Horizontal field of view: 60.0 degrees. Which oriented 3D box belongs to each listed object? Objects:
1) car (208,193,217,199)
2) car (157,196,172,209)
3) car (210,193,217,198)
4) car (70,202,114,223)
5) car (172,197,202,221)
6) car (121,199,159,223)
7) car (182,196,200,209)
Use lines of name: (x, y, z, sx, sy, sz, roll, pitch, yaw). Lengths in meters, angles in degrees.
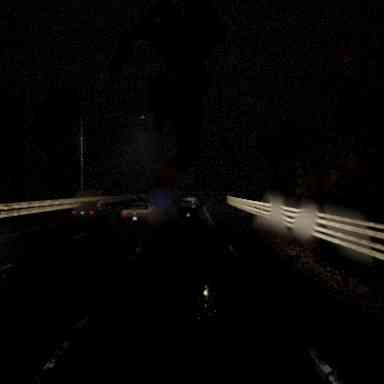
car: (4.892, 0.897, 79.202, 1.812, 1.442, 4.674, 0, 0, 6)
car: (-3.580, 1.266, 41.072, 1.812, 1.442, 4.674, 0, 0, 1)
car: (5.729, 0.955, 88.774, 1.895, 1.301, 4.718, 0, 0, 4)
car: (-7.252, 1.411, 24.504, 2.033, 1.411, 5.357, 0, 0, 0)
car: (-0.252, 1.352, 24.907, 1.812, 1.442, 4.674, 0, 1, 0)
car: (-3.753, 1.449, 24.119, 1.895, 1.301, 4.718, 0, 0, 0)
car: (-0.080, 1.287, 41.183, 1.994, 1.385, 4.181, 0, 0, 1)
